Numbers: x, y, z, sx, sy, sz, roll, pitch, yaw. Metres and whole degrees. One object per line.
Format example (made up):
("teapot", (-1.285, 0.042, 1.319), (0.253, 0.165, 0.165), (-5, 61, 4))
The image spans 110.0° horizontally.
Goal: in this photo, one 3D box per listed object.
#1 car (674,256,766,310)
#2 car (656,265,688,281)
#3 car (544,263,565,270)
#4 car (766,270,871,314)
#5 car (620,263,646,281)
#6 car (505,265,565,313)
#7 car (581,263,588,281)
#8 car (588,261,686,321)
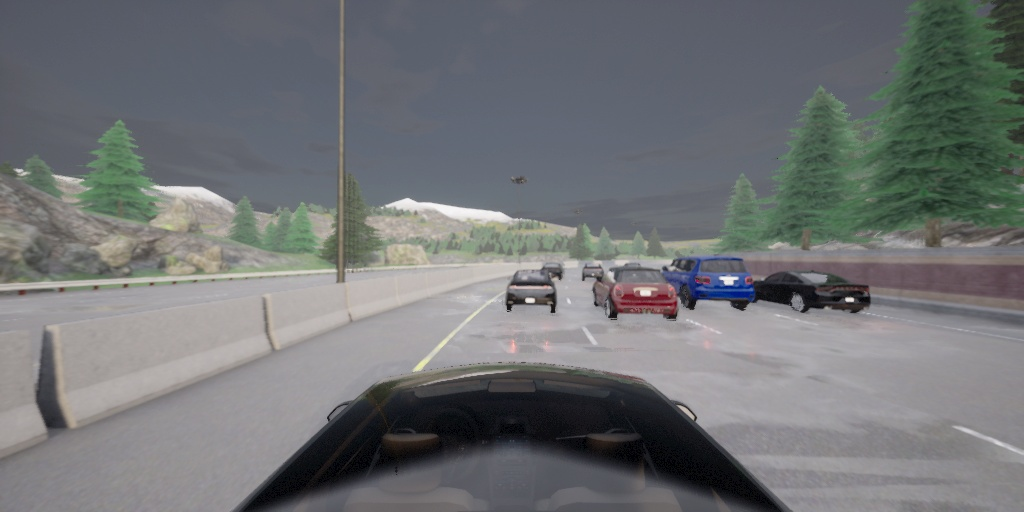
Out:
("car", (7.916, 1.038, 15.295), (2.150, 2.045, 5.566), (0, 0, 6))
("car", (14.618, 1.493, 33.002), (1.895, 1.301, 4.718), (0, 0, 14))
("car", (3.716, 1.334, 32.408), (1.882, 1.535, 5.008), (0, 0, 12))
("car", (11.341, 1.302, 14.244), (1.882, 1.535, 5.008), (0, 0, 6))
("car", (11.111, 1.387, 33.251), (1.837, 1.490, 4.892), (0, 0, 14))
("car", (0.831, 1.283, 14.383), (2.128, 1.511, 4.902), (0, 0, 5))
("car", (7.211, 1.358, 31.966), (2.128, 1.511, 4.902), (0, 0, 13))
("car", (4.217, 1.150, 12.975), (2.097, 1.767, 4.553), (0, 0, 5))
